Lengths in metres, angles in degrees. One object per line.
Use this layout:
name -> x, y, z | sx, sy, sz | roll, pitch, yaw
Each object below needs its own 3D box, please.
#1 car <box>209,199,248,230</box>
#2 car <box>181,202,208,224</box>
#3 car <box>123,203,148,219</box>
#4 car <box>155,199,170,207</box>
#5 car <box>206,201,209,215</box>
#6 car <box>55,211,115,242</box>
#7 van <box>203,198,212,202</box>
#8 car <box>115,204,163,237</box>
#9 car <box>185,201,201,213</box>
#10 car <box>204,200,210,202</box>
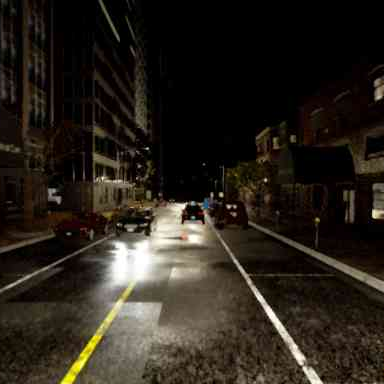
car -> 2.657, 1.548, 23.183 | 2.192, 1.841, 5.009 | -1, -1, 0
car -> 0.079, 1.801, 27.381 | 1.812, 1.442, 4.674 | 0, -1, 0
car -> -5.729, 1.868, 34.084 | 1.752, 1.417, 4.829 | -1, -1, 0
car -> -5.751, 2.061, 61.929 | 1.967, 1.590, 4.097 | -1, -1, 0
car -> 2.652, 1.910, 34.248 | 1.947, 1.339, 4.313 | -1, -1, 0
car -> -5.716, 1.723, 17.651 | 1.887, 1.381, 4.507 | -1, -1, 0
van -> 2.636, 1.851, 50.853 | 1.690, 1.788, 3.998 | -1, -1, 0
car -> -3.114, 1.686, 19.313 | 2.128, 1.511, 4.902 | 0, -1, 0
car -> 0.065, 1.997, 44.881 | 2.033, 1.411, 5.357 | 0, -1, 0
car -> 2.648, 1.981, 39.782 | 1.802, 1.307, 4.206 | -1, -1, 0
